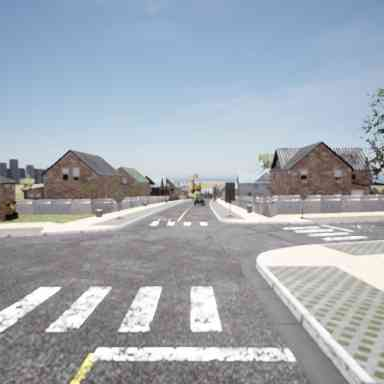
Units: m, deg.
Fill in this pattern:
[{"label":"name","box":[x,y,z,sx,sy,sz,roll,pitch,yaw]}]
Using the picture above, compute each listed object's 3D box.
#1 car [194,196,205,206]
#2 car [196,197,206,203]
[{"label":"car","box":[1.457,1.597,62.240,2.097,1.767,4.553,0,0,3]},{"label":"car","box":[1.926,1.714,72.266,2.033,1.411,5.357,0,0,3]}]
